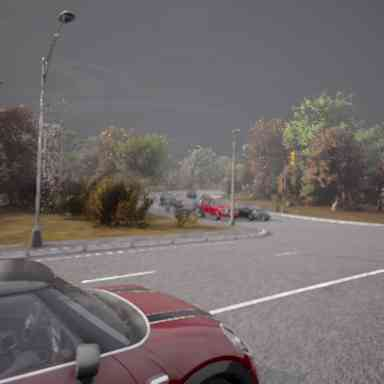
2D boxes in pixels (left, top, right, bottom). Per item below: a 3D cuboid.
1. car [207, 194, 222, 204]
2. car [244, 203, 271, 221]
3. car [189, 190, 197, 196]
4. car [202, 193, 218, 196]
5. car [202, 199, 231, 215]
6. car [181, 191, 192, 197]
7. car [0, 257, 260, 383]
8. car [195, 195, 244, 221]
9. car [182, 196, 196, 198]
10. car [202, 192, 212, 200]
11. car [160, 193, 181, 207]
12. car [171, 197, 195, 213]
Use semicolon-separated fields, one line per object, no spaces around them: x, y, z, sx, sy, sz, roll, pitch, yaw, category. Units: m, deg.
4.505;1.367;67.266;2.128;1.511;4.902;2;2;-7;car
6.134;1.990;34.350;2.097;1.767;4.553;2;-1;-23;car
0.004;0.580;75.925;2.150;2.045;5.566;2;2;-1;car
3.686;1.606;52.692;2.150;2.045;5.566;2;2;-15;car
3.042;1.879;42.324;2.097;1.767;4.553;2;0;-19;car
-1.887;1.176;61.544;2.097;1.767;4.553;2;2;-10;car
-1.573;1.353;2.623;4.553;1.767;2.097;0;0;-36;car
2.631;1.714;33.568;2.150;2.045;5.566;2;-1;-22;car
0.206;1.813;51.683;1.994;1.385;4.181;2;2;-15;car
3.437;0.942;77.480;2.128;1.511;4.902;2;2;-1;car
-3.731;1.256;52.881;2.150;2.045;5.566;2;2;-13;car
-0.854;1.858;42.831;1.837;1.490;4.892;2;1;-18;car
